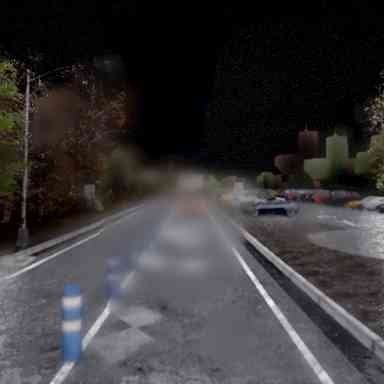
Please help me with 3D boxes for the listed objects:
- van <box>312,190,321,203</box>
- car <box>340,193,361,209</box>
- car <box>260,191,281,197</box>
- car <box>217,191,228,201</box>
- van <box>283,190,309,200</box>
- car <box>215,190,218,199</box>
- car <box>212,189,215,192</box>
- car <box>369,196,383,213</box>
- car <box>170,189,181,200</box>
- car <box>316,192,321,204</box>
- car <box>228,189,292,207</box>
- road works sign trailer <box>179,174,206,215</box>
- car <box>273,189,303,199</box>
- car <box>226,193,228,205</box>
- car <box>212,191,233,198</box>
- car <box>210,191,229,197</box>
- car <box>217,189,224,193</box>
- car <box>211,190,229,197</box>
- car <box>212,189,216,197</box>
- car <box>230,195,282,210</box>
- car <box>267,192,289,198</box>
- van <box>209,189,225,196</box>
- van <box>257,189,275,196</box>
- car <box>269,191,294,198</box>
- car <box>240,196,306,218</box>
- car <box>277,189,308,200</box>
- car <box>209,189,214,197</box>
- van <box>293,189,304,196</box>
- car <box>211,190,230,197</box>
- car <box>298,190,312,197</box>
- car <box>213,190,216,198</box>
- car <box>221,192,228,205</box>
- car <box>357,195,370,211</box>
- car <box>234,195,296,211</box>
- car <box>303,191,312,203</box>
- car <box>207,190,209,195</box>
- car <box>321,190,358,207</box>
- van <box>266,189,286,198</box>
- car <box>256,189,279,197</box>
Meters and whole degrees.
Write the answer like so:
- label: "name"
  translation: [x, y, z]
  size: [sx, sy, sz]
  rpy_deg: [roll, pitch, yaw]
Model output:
- label: "van"
  translation: [20.152, 0.739, 47.917]
  size: [4.442, 1.987, 1.878]
  rpy_deg: [0, 1, 0]
- label: "car"
  translation: [19.758, 1.178, 36.723]
  size: [5.366, 1.575, 1.946]
  rpy_deg: [0, 1, 0]
- label: "car"
  translation: [20.348, 0.511, 86.569]
  size: [5.008, 1.535, 2.097]
  rpy_deg: [0, 1, 0]
- label: "car"
  translation: [6.771, 0.968, 48.073]
  size: [5.366, 1.575, 1.946]
  rpy_deg: [0, 1, 0]
- label: "van"
  translation: [20.055, 0.524, 64.407]
  size: [4.442, 1.987, 1.878]
  rpy_deg: [0, 1, 0]
- label: "car"
  translation: [7.076, 0.844, 59.043]
  size: [4.792, 1.488, 2.163]
  rpy_deg: [0, 1, 0]
- label: "car"
  translation: [7.109, 0.725, 70.148]
  size: [4.792, 1.488, 2.163]
  rpy_deg: [0, 1, 0]
- label: "car"
  translation: [19.869, 1.318, 31.184]
  size: [4.792, 1.488, 2.163]
  rpy_deg: [0, 1, 0]
- label: "car"
  translation: [-3.158, 0.473, 65.997]
  size: [2.150, 2.045, 5.566]
  rpy_deg: [0, 1, 1]
- label: "car"
  translation: [19.984, 1.049, 45.030]
  size: [4.792, 1.488, 2.163]
  rpy_deg: [0, 1, 0]
- label: "car"
  translation: [6.870, 0.989, 34.067]
  size: [5.566, 2.045, 2.435]
  rpy_deg: [0, 1, 0]
- label: "road works sign trailer"
  translation: [-0.010, 0.192, 29.934]
  size: [2.380, 3.560, 2.880]
  rpy_deg: [0, 1, 0]
- label: "car"
  translation: [20.189, 0.439, 69.946]
  size: [5.566, 2.045, 2.435]
  rpy_deg: [0, 1, 0]
- label: "car"
  translation: [6.894, 1.133, 39.624]
  size: [4.892, 1.521, 2.231]
  rpy_deg: [0, 1, 0]
- label: "car"
  translation: [7.201, 0.607, 78.475]
  size: [4.892, 1.521, 2.231]
  rpy_deg: [0, 1, 0]
- label: "car"
  translation: [7.293, 0.486, 89.579]
  size: [5.008, 1.535, 2.097]
  rpy_deg: [0, 1, 0]
- label: "car"
  translation: [7.055, 0.721, 56.268]
  size: [4.553, 1.767, 2.185]
  rpy_deg: [0, 1, 0]
- label: "car"
  translation: [7.244, 0.391, 86.801]
  size: [4.553, 1.767, 2.185]
  rpy_deg: [0, 1, 0]
- label: "car"
  translation: [7.086, 0.754, 67.372]
  size: [4.792, 1.488, 2.163]
  rpy_deg: [0, 1, 0]
- label: "car"
  translation: [7.050, 1.183, 36.847]
  size: [5.366, 1.575, 1.946]
  rpy_deg: [0, 1, 0]
- label: "car"
  translation: [20.289, 0.640, 78.384]
  size: [4.674, 1.452, 2.002]
  rpy_deg: [0, 1, 0]
- label: "van"
  translation: [7.227, 0.201, 95.129]
  size: [4.442, 1.987, 1.878]
  rpy_deg: [0, 1, 0]
- label: "van"
  translation: [20.517, 0.225, 92.230]
  size: [4.442, 1.987, 1.878]
  rpy_deg: [0, 1, 0]
- label: "car"
  translation: [20.257, 0.630, 75.489]
  size: [5.008, 1.535, 2.097]
  rpy_deg: [0, 1, 0]
- label: "car"
  translation: [6.767, 1.378, 28.522]
  size: [4.792, 1.488, 2.163]
  rpy_deg: [0, 1, 0]
- label: "car"
  translation: [20.166, 0.469, 67.176]
  size: [5.566, 2.045, 2.435]
  rpy_deg: [0, 1, 0]
- label: "car"
  translation: [6.976, 0.662, 72.925]
  size: [5.366, 1.575, 1.946]
  rpy_deg: [0, 1, 0]
- label: "van"
  translation: [19.995, 0.616, 56.082]
  size: [4.442, 1.987, 1.878]
  rpy_deg: [0, 1, 0]
- label: "car"
  translation: [7.221, 0.420, 84.026]
  size: [4.553, 1.767, 2.185]
  rpy_deg: [0, 1, 0]
- label: "car"
  translation: [20.109, 0.907, 53.332]
  size: [4.792, 1.488, 2.163]
  rpy_deg: [0, 1, 0]
- label: "car"
  translation: [7.064, 0.784, 64.596]
  size: [4.792, 1.488, 2.163]
  rpy_deg: [0, 1, 0]
- label: "car"
  translation: [6.725, 1.075, 42.401]
  size: [5.366, 1.575, 1.946]
  rpy_deg: [0, 1, 0]
- label: "car"
  translation: [19.918, 1.275, 33.953]
  size: [4.674, 1.452, 2.002]
  rpy_deg: [0, 1, 0]
- label: "car"
  translation: [6.824, 1.294, 31.297]
  size: [5.008, 1.535, 2.097]
  rpy_deg: [0, 1, 0]
- label: "car"
  translation: [20.087, 0.947, 50.693]
  size: [4.792, 1.488, 2.163]
  rpy_deg: [0, 1, 0]
- label: "car"
  translation: [7.044, 0.573, 81.252]
  size: [5.366, 1.575, 1.946]
  rpy_deg: [0, 1, 0]
- label: "car"
  translation: [20.018, 0.822, 42.255]
  size: [5.566, 2.045, 2.435]
  rpy_deg: [0, 1, 0]
- label: "van"
  translation: [20.426, 0.344, 81.151]
  size: [4.442, 1.987, 1.878]
  rpy_deg: [0, 1, 0]
- label: "car"
  translation: [20.349, 0.229, 89.461]
  size: [5.566, 2.045, 2.435]
  rpy_deg: [0, 1, 0]
